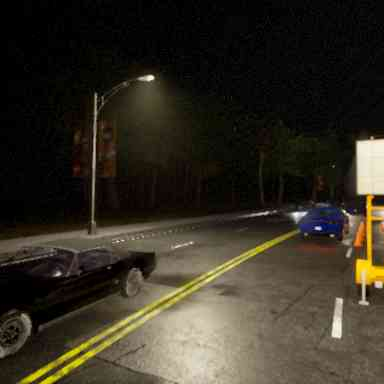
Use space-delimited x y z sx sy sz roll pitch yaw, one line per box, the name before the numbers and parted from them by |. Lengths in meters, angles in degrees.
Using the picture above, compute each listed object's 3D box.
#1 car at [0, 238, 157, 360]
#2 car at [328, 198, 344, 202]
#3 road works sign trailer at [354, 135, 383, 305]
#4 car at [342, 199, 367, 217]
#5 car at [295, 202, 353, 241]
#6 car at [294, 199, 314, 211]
car | -2.613 1.627 6.285 1.895 1.301 4.718 0 0 24
car | 19.199 1.545 43.824 2.097 1.767 4.553 -1 -1 32
road works sign trailer | 5.013 0.483 7.477 2.380 3.560 2.880 0 0 29
car | 16.255 1.598 32.530 1.882 1.535 5.008 -1 -1 32
car | 7.030 1.534 17.387 1.882 1.535 5.008 -1 0 30
car | 14.320 1.692 42.130 2.128 1.511 4.902 -1 -1 32
